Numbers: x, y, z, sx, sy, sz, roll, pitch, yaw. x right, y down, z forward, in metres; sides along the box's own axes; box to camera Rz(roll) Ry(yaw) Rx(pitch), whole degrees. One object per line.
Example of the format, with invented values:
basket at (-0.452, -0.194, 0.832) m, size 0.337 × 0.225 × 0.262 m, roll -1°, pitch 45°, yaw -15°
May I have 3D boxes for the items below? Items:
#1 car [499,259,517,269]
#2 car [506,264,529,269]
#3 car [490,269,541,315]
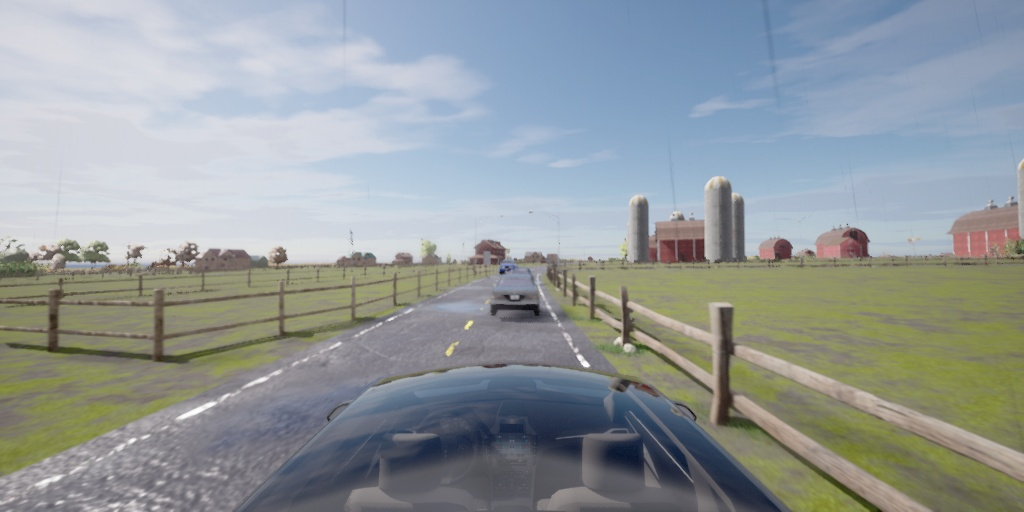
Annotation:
car at (-0.449, 1.480, 49.735) m, size 2.150 × 2.045 × 5.566 m, roll 0°, pitch -1°, yaw 6°
car at (0.835, 1.616, 30.104) m, size 1.994 × 1.385 × 4.181 m, roll 0°, pitch -1°, yaw 4°
car at (0.163, 1.433, 14.333) m, size 2.033 × 1.411 × 5.357 m, roll 0°, pitch -1°, yaw 2°
